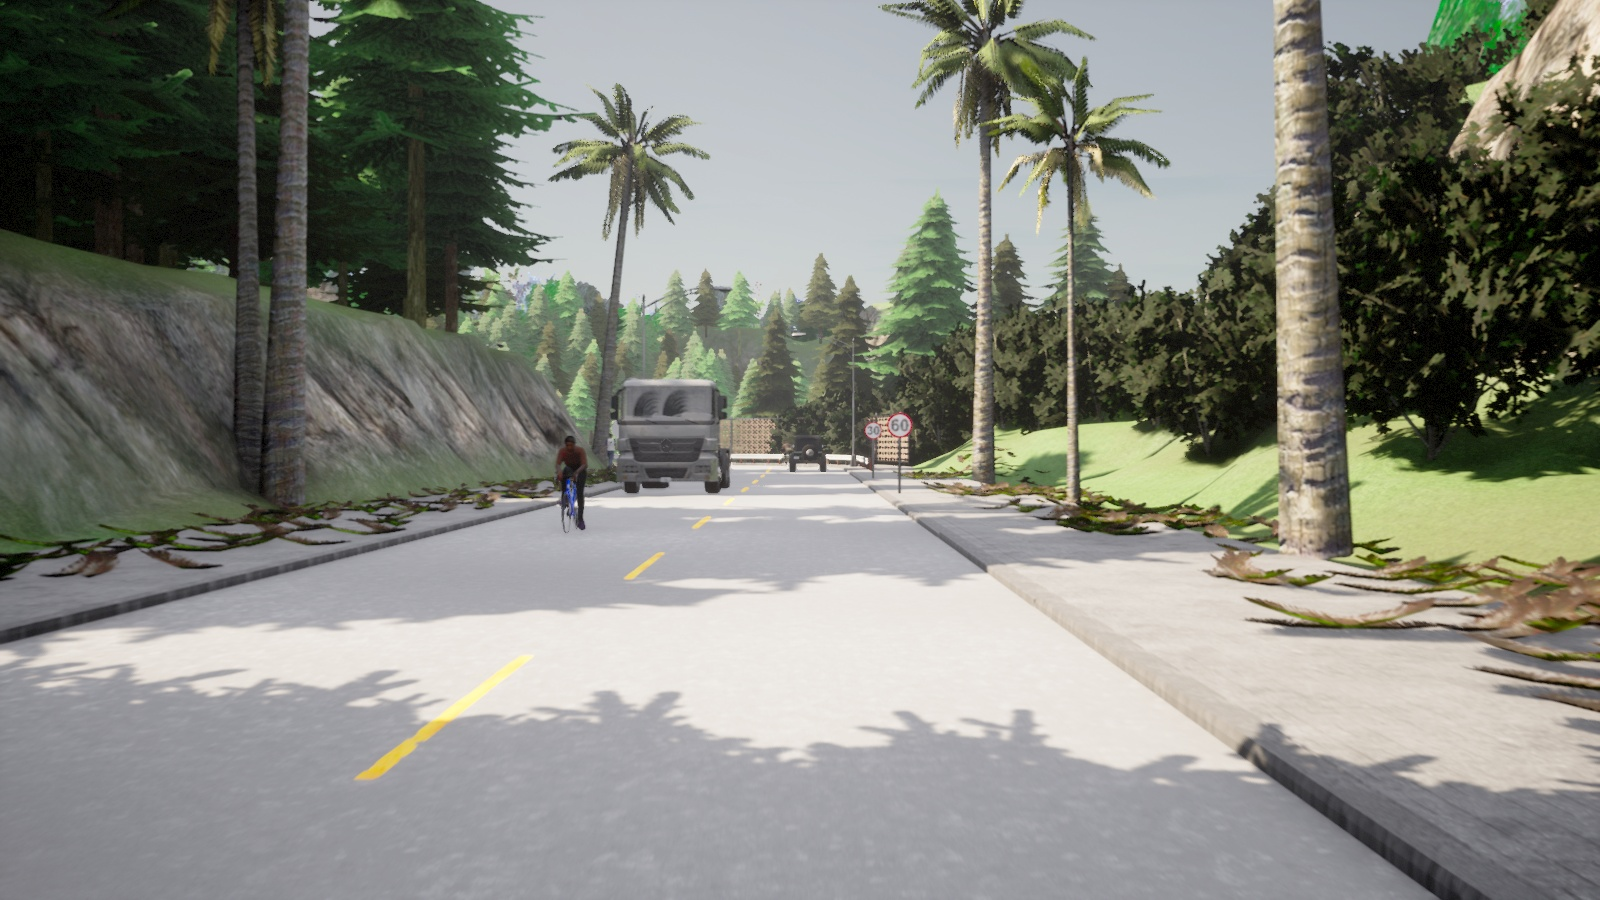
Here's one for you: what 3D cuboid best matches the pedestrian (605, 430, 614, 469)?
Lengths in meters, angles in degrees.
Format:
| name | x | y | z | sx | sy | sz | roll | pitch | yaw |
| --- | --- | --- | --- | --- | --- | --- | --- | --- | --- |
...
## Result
| name | x | y | z | sx | sy | sz | roll | pitch | yaw |
| --- | --- | --- | --- | --- | --- | --- | --- | --- | --- |
| pedestrian | -8.941 | -0.013 | 58.951 | 0.354 | 1.836 | 0.706 | 0 | 0 | 0 |

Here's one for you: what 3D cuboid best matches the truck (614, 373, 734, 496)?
| name | x | y | z | sx | sy | sz | roll | pitch | yaw |
| --- | --- | --- | --- | --- | --- | --- | --- | --- | --- |
| truck | -3.747 | -0.459 | 39.153 | 2.891 | 3.462 | 7.936 | 0 | 0 | 0 |

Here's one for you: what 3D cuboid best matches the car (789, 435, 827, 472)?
| name | x | y | z | sx | sy | sz | roll | pitch | yaw |
| --- | --- | --- | --- | --- | --- | --- | --- | --- | --- |
| car | 0.413 | 0.172 | 65.828 | 1.905 | 1.878 | 3.866 | 0 | 0 | 0 |

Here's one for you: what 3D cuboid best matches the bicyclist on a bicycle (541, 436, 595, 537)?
| name | x | y | z | sx | sy | sz | roll | pitch | yaw |
| --- | --- | --- | --- | --- | --- | --- | --- | --- | --- |
| bicyclist on a bicycle | -3.859 | 0.578 | 21.008 | 0.582 | 1.620 | 1.656 | 0 | 1 | 0 |
